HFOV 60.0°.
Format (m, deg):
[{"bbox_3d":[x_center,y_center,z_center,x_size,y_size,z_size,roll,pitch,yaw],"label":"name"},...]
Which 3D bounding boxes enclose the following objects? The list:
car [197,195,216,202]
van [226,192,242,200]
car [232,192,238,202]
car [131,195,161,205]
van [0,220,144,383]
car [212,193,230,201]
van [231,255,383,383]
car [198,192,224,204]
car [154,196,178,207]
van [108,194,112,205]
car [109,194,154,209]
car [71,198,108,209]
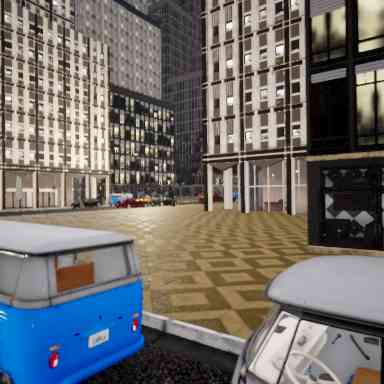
[{"bbox_3d":[2.900,1.227,66.504,1.802,1.307,4.206,0,0,36],"label":"car"},{"bbox_3d":[9.566,0.896,75.602,1.690,1.788,3.998,0,0,36],"label":"van"},{"bbox_3d":[6.344,1.119,57.027,2.008,1.369,4.403,0,0,36],"label":"car"},{"bbox_3d":[-7.202,1.303,52.717,1.752,1.417,4.829,0,0,36],"label":"car"},{"bbox_3d":[-2.509,1.345,4.679,3.998,1.788,1.690,0,-1,36],"label":"van"},{"bbox_3d":[6.233,1.041,71.053,1.967,1.590,4.097,0,0,36],"label":"car"},{"bbox_3d":[2.030,1.340,1.439,3.998,1.788,1.690,0,-1,36],"label":"van"},{"bbox_3d":[3.009,0.927,52.478,2.192,1.841,5.009,0,0,36],"label":"car"},{"bbox_3d":[-3.653,1.249,43.383,2.008,1.369,4.403,-1,0,36],"label":"car"},{"bbox_3d":[-10.437,1.160,48.304,1.690,1.788,3.998,0,0,36],"label":"van"},{"bbox_3d":[-6.985,1.286,38.836,1.887,1.381,4.507,-1,0,36],"label":"car"},{"bbox_3d":[-13.768,1.428,43.755,1.947,1.339,4.313,0,0,36],"label":"car"}]
